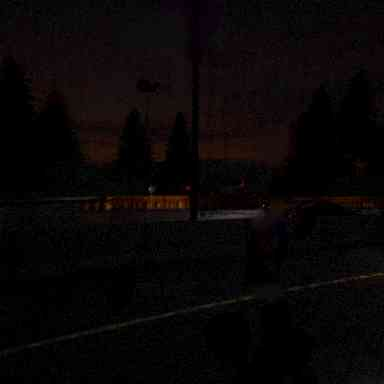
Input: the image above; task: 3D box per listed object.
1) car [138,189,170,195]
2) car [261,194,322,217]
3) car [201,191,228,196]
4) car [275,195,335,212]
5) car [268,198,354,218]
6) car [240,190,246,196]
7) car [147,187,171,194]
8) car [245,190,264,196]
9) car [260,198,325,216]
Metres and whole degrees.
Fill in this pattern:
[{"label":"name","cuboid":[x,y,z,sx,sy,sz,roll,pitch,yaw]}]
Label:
[{"label":"car","cuboid":[-4.991,0.709,38.635,1.837,1.490,4.892,1,1,31]},{"label":"car","cuboid":[7.413,1.131,22.626,5.008,1.535,1.882,1,1,-17]},{"label":"car","cuboid":[3.892,0.648,53.022,1.895,1.301,4.718,1,1,33]},{"label":"car","cuboid":[10.409,1.025,30.799,4.902,1.511,2.128,0,1,-12]},{"label":"car","cuboid":[6.981,1.244,18.820,4.674,1.442,1.812,1,1,-19]},{"label":"car","cuboid":[11.807,0.318,69.351,1.882,1.535,5.008,2,1,41]},{"label":"car","cuboid":[-5.045,0.300,45.274,2.150,2.045,5.566,1,1,32]},{"label":"car","cuboid":[13.010,0.529,65.401,1.895,1.301,4.718,2,1,40]},{"label":"car","cuboid":[8.034,1.187,26.629,4.718,1.301,1.895,0,1,-15]}]
